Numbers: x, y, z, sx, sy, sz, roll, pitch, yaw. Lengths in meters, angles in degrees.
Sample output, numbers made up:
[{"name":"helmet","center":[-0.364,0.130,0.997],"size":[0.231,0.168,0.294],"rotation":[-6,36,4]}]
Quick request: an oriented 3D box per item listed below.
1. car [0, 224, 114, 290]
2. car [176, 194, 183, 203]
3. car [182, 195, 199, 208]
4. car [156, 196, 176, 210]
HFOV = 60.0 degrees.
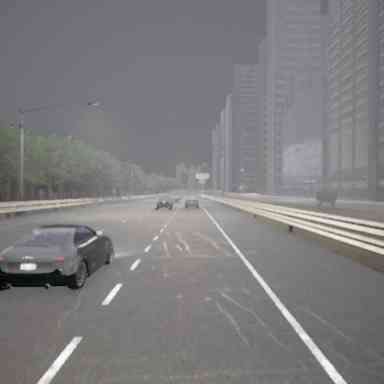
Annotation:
[{"name":"car","center":[-3.502,1.567,9.115],"size":[1.994,1.385,4.181],"rotation":[0,0,0]},{"name":"car","center":[-3.767,1.660,74.832],"size":[2.128,1.511,4.902],"rotation":[0,0,0]},{"name":"car","center":[-0.007,1.554,48.512],"size":[2.128,1.511,4.902],"rotation":[0,0,0]},{"name":"car","center":[-3.593,1.407,44.752],"size":[2.097,1.767,4.553],"rotation":[0,0,0]}]
